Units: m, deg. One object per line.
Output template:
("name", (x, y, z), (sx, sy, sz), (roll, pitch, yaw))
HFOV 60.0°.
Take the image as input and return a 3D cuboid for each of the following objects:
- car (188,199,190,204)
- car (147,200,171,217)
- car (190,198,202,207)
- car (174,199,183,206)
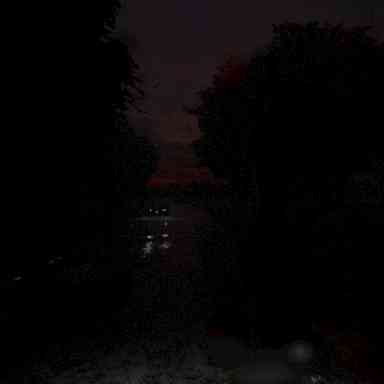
("car", (0.013, 2.331, 82.645), (1.994, 1.385, 4.181), (0, -1, 0))
("car", (-3.092, 1.556, 31.807), (1.837, 1.490, 4.892), (0, -1, 0))
("car", (1.060, 2.010, 64.291), (1.801, 1.575, 5.366), (0, -1, 0))
("car", (-2.989, 2.199, 72.119), (2.033, 1.411, 5.357), (0, -1, 0))
